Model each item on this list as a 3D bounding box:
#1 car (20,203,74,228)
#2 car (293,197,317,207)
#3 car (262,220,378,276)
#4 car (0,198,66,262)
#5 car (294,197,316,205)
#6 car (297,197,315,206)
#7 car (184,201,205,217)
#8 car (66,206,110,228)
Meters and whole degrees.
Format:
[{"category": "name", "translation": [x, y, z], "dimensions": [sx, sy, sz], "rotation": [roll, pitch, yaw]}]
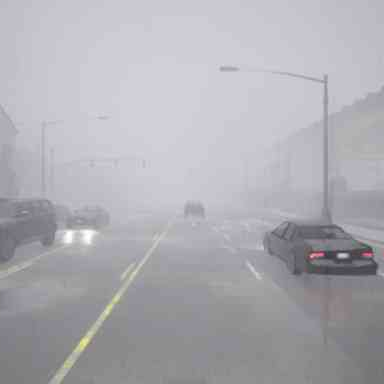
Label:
[{"category": "car", "translation": [-10.426, 1.637, 24.433], "dimensions": [1.837, 1.490, 4.892], "rotation": [0, 0, 0]}, {"category": "car", "translation": [19.614, 1.665, 57.814], "dimensions": [2.038, 1.542, 4.974], "rotation": [0, 0, 44]}, {"category": "car", "translation": [3.624, 1.587, 10.473], "dimensions": [2.033, 1.411, 5.357], "rotation": [0, 0, 0]}, {"category": "car", "translation": [-7.048, 1.258, 12.650], "dimensions": [2.150, 2.045, 5.566], "rotation": [0, 0, 0]}, {"category": "car", "translation": [19.650, 1.508, 57.852], "dimensions": [1.853, 1.218, 4.536], "rotation": [0, 0, 44]}, {"category": "car", "translation": [19.642, 1.492, 53.165], "dimensions": [1.853, 1.218, 4.536], "rotation": [0, 0, -36]}, {"category": "car", "translation": [0.200, 1.600, 32.215], "dimensions": [2.128, 1.511, 4.902], "rotation": [0, 0, 0]}, {"category": "car", "translation": [-6.960, 1.634, 22.625], "dimensions": [1.994, 1.385, 4.181], "rotation": [0, 0, 1]}]
